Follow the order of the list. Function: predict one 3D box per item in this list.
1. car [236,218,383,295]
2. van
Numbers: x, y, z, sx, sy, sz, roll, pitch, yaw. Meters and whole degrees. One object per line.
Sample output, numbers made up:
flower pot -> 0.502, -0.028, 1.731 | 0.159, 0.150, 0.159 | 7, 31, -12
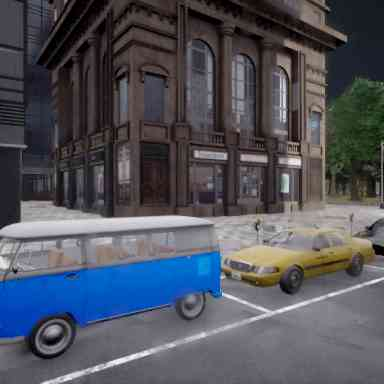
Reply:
car -> 2.939, 1.525, 8.738 | 4.829, 1.417, 1.752 | 0, 0, -35
van -> -1.353, 1.341, 5.684 | 3.998, 1.788, 1.690 | 0, 0, -35
